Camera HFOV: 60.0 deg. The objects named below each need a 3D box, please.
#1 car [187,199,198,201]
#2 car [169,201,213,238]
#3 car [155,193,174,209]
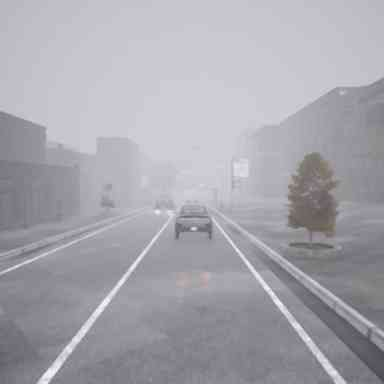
[{"bbox_3d":[0.029,1.505,36.048,2.033,1.411,5.357,0,0,0],"label":"car"},{"bbox_3d":[0.084,1.465,17.631,2.128,1.511,4.902,0,0,0],"label":"car"},{"bbox_3d":[-3.562,1.185,43.954,2.150,2.045,5.566,0,0,0],"label":"car"}]
